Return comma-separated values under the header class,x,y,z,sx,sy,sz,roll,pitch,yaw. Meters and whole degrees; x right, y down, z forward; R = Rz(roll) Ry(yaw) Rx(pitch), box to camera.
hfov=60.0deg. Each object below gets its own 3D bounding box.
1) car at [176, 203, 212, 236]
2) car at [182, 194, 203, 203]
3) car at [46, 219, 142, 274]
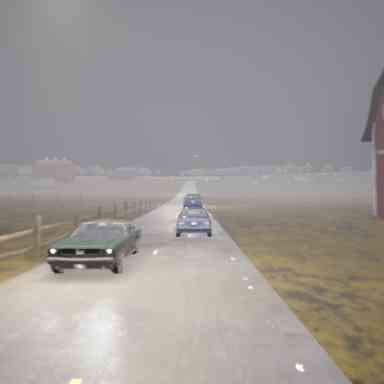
class,x,y,z,sx,sy,sz,roll,pitch,yaw
car,0.105,1.535,18.222,2.033,1.411,5.357,0,0,0
car,0.101,1.188,38.079,2.150,2.045,5.566,0,0,0
car,-2.847,1.595,10.674,1.895,1.301,4.718,0,0,0
